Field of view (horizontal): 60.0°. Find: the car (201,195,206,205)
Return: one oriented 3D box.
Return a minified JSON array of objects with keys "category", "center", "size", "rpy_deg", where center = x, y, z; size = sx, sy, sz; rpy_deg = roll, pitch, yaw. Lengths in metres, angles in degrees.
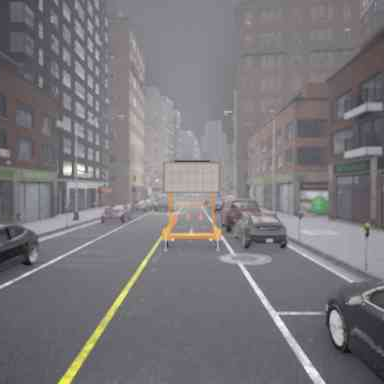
[{"category":"car","center":[2.837,1.529,52.944],"size":[1.947,1.339,4.313],"rpy_deg":[-1,0,0]}]

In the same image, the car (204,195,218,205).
[{"category":"car","center":[2.840,1.501,42.102],"size":[1.752,1.417,4.829],"rpy_deg":[-1,0,0]}]

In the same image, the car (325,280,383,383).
[{"category":"car","center":[2.850,1.549,3.389],"size":[2.008,1.369,4.403],"rpy_deg":[-1,0,0]}]

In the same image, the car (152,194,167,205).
[{"category":"car","center":[-5.692,1.271,58.442],"size":[2.192,1.841,5.009],"rpy_deg":[-1,0,0]}]

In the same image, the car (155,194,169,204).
[{"category":"car","center":[-5.693,1.263,63.950],"size":[2.192,1.841,5.009],"rpy_deg":[-1,0,0]}]

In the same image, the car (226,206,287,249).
[{"category":"car","center":[2.847,1.544,14.400],"size":[2.008,1.369,4.403],"rpy_deg":[-1,0,0]}]

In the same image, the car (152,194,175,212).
[{"category":"car","center":[-3.104,1.331,38.144],"size":[2.097,1.767,4.553],"rpy_deg":[0,0,0]}]

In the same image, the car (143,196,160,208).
[{"category":"car","center":[-5.688,1.410,47.426],"size":[1.967,1.590,4.097],"rpy_deg":[-1,0,0]}]

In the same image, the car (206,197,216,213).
[{"category":"car","center":[2.841,1.546,36.426],"size":[1.947,1.339,4.313],"rpy_deg":[-1,0,0]}]

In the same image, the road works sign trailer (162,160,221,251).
[{"category":"road works sign trailer","center":[-0.005,0.458,14.081],"size":[2.380,3.560,2.880],"rpy_deg":[0,0,0]}]

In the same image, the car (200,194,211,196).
[{"category":"car","center":[2.836,1.522,58.451],"size":[1.947,1.339,4.313],"rpy_deg":[-1,0,0]}]

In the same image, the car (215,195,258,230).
[{"category":"car","center":[2.843,1.306,19.907],"size":[2.192,1.841,5.009],"rpy_deg":[-1,0,0]}]

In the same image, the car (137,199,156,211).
[{"category":"car","center":[-5.685,1.557,41.918],"size":[1.802,1.307,4.206],"rpy_deg":[-1,0,0]}]

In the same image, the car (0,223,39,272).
[{"category":"car","center":[-5.677,1.562,8.872],"size":[1.947,1.339,4.313],"rpy_deg":[-1,0,0]}]

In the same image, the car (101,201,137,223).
[{"category":"car","center":[-5.681,1.570,25.395],"size":[1.802,1.307,4.206],"rpy_deg":[-1,0,0]}]

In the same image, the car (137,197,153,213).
[{"category":"car","center":[-5.684,1.562,36.411],"size":[1.802,1.307,4.206],"rpy_deg":[-1,0,0]}]
